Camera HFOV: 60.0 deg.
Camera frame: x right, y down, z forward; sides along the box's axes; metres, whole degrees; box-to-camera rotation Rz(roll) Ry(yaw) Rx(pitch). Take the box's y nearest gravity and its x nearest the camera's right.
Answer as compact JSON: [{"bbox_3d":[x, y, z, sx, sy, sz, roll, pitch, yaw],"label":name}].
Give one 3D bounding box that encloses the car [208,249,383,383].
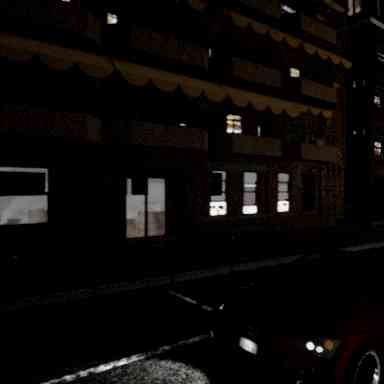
[{"bbox_3d":[2.290,1.614,4.988,4.181,1.385,1.994,1,0,-35],"label":"car"}]
